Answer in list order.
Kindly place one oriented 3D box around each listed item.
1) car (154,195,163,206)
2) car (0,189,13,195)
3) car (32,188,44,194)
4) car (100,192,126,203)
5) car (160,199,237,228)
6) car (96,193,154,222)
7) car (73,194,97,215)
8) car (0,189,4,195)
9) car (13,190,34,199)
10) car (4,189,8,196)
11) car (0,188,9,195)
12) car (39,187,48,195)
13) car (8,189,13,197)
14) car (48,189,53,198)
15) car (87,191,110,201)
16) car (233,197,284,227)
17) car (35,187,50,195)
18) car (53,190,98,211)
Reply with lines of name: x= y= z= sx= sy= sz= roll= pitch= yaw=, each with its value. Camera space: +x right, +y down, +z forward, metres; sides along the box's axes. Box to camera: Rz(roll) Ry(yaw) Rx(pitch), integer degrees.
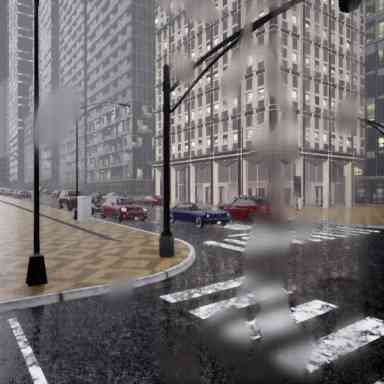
car: x=-4.295 y=0.982 z=36.237 sx=1.802 sy=1.307 sz=4.206 roll=1 pitch=0 yaw=-36
car: x=-40.258 y=0.015 z=72.117 sx=1.947 sy=1.339 sz=4.313 roll=1 pitch=0 yaw=-36
car: x=-39.976 y=-0.213 z=86.130 sx=1.947 sy=1.339 sz=4.313 roll=1 pitch=0 yaw=-36
car: x=-10.880 y=0.707 z=45.447 sx=1.752 sy=1.417 sz=4.829 roll=1 pitch=0 yaw=-36
car: x=0.218 y=1.315 z=19.931 sx=1.895 sy=1.301 sz=4.718 roll=0 pitch=1 yaw=-35
car: x=-4.586 y=1.068 z=22.243 sx=1.967 sy=1.590 sz=4.097 roll=1 pitch=0 yaw=-36
car: x=-7.833 y=1.103 z=26.778 sx=1.802 sy=1.307 sz=4.206 roll=1 pitch=0 yaw=-36
car: x=-37.015 y=0.107 z=67.583 sx=2.008 sy=1.369 sz=4.403 roll=1 pitch=0 yaw=-36
car: x=-27.287 y=0.422 z=53.981 sx=1.887 sy=1.381 sz=4.507 roll=1 pitch=0 yaw=-36
car: x=-33.772 y=0.208 z=63.049 sx=1.887 sy=1.381 sz=4.507 roll=1 pitch=0 yaw=-36
car: x=-43.500 y=-0.113 z=76.651 sx=1.887 sy=1.381 sz=4.507 roll=1 pitch=0 yaw=-36
car: x=-33.488 y=-0.020 z=77.058 sx=1.887 sy=1.381 sz=4.507 roll=1 pitch=0 yaw=-36
car: x=-30.529 y=0.321 z=58.515 sx=2.008 sy=1.369 sz=4.403 roll=1 pitch=0 yaw=-36
car: x=-23.108 y=0.329 z=58.067 sx=1.882 sy=1.535 sz=5.008 roll=0 pitch=1 yaw=-36
car: x=-14.026 y=0.643 z=49.845 sx=1.947 sy=1.339 sz=4.313 roll=1 pitch=0 yaw=-36
car: x=3.471 y=1.081 z=20.951 sx=2.097 sy=1.767 sz=4.553 roll=0 pitch=1 yaw=-37
car: x=-36.726 y=-0.357 z=81.593 sx=2.192 sy=1.841 sz=5.009 roll=1 pitch=0 yaw=-36
car: x=-11.068 y=0.729 z=31.311 sx=2.192 sy=1.841 sz=5.009 roll=1 pitch=0 yaw=-36
